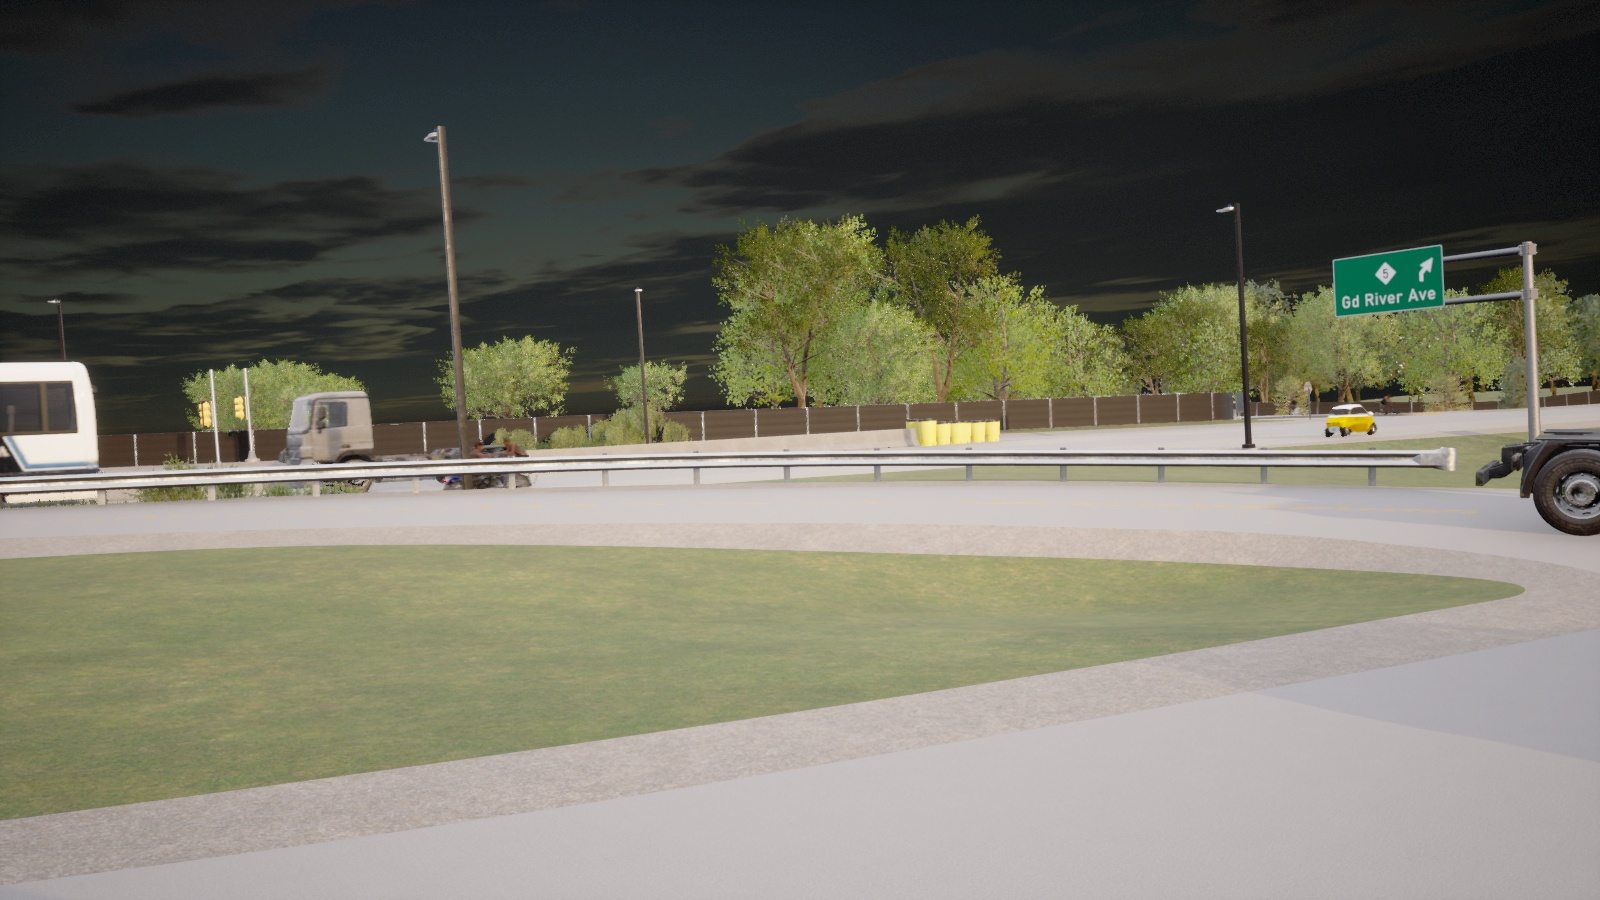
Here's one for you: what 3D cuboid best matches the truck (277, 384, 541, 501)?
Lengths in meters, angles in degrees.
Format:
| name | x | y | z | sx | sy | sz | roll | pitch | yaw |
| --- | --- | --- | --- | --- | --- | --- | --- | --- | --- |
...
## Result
| name | x | y | z | sx | sy | sz | roll | pitch | yaw |
| --- | --- | --- | --- | --- | --- | --- | --- | --- | --- |
| truck | -13.228 | -0.339 | 42.832 | 7.936 | 3.462 | 2.891 | -4 | 2 | -33 |

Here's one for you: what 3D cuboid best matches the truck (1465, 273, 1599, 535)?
| name | x | y | z | sx | sy | sz | roll | pitch | yaw |
| --- | --- | --- | --- | --- | --- | --- | --- | --- | --- |
| truck | 13.358 | -0.646 | 16.452 | 7.936 | 3.462 | 2.891 | 1 | 4 | 33 |

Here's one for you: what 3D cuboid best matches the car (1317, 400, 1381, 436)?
| name | x | y | z | sx | sy | sz | roll | pitch | yaw |
| --- | --- | --- | --- | --- | --- | --- | --- | --- | --- |
| car | 23.621 | -1.377 | 54.011 | 2.207 | 1.376 | 1.481 | -4 | 2 | -33 |

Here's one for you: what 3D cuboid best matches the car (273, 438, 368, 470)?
| name | x | y | z | sx | sy | sz | roll | pitch | yaw |
| --- | --- | --- | --- | --- | --- | --- | --- | --- | --- |
| car | -24.785 | 0.197 | 65.064 | 4.181 | 1.385 | 1.994 | -2 | 2 | -6 |

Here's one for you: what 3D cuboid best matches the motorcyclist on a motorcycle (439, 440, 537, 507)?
| name | x | y | z | sx | sy | sz | roll | pitch | yaw |
| --- | --- | --- | --- | --- | --- | --- | --- | --- | --- |
| motorcyclist on a motorcycle | -8.312 | 0.607 | 33.507 | 2.350 | 1.649 | 0.766 | -4 | 2 | -33 |

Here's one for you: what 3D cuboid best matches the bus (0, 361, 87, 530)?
| name | x | y | z | sx | sy | sz | roll | pitch | yaw |
| --- | --- | --- | --- | --- | --- | --- | --- | --- | --- |
| bus | -24.138 | 0.084 | 31.669 | 10.273 | 4.253 | 3.944 | -4 | 2 | -33 |
